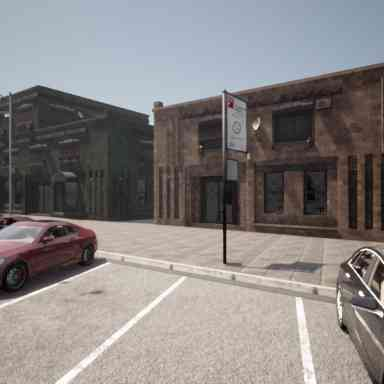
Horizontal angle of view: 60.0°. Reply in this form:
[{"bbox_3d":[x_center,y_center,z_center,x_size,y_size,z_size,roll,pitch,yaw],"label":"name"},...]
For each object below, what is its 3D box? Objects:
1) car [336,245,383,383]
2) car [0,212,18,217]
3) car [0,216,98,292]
[{"bbox_3d":[2.970,1.487,3.976,2.231,1.521,4.892,1,-1,15],"label":"car"},{"bbox_3d":[-6.817,1.518,10.906,2.163,1.488,4.792,1,-1,16],"label":"car"},{"bbox_3d":[-4.365,1.527,9.192,2.002,1.452,4.674,1,-1,16],"label":"car"}]
